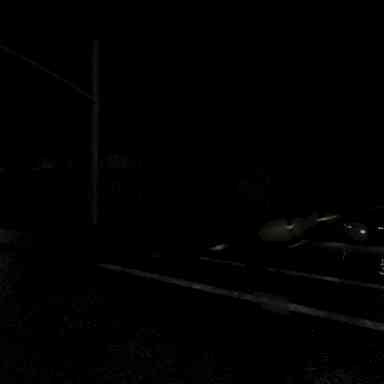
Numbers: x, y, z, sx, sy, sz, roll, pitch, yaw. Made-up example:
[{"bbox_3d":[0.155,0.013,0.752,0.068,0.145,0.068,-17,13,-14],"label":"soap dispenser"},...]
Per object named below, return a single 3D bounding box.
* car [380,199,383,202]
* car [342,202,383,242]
[{"bbox_3d":[14.424,1.280,24.120,2.097,1.767,4.553,1,1,37],"label":"car"},{"bbox_3d":[8.585,1.431,16.005,1.837,1.490,4.892,1,1,35],"label":"car"}]
